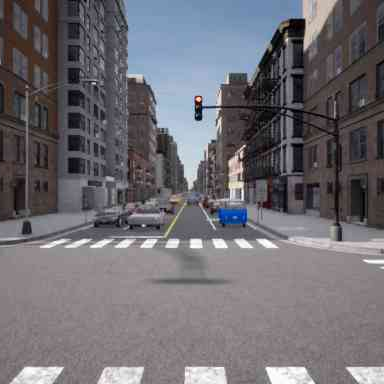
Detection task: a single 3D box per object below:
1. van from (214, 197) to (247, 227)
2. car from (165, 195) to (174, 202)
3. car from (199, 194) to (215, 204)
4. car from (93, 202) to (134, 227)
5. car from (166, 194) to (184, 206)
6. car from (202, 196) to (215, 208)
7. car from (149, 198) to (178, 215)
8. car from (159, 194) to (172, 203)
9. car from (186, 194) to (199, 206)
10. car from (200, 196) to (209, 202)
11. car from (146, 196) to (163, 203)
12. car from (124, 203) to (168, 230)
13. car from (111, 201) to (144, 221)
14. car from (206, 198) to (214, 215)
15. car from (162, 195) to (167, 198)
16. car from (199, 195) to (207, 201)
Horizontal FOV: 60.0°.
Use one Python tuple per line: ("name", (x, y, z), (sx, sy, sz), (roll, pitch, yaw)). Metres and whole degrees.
("van", (2.663, 1.340, 22.482), (1.690, 1.788, 3.998), (0, 0, 0))
("car", (-5.297, 1.410, 79.301), (1.967, 1.590, 4.097), (0, 0, 0))
("car", (2.696, 1.306, 50.889), (2.192, 1.841, 5.009), (0, 0, 0))
("car", (-5.362, 1.550, 22.483), (2.008, 1.369, 4.403), (0, 0, 0))
("car", (-2.715, 1.466, 54.068), (1.882, 1.535, 5.008), (0, 0, 1))
("car", (2.689, 1.577, 45.207), (1.802, 1.307, 4.206), (0, 0, 0))
("car", (-2.811, 1.562, 33.712), (1.994, 1.385, 4.181), (0, 0, 0))
("car", (-5.310, 1.293, 67.937), (2.192, 1.841, 5.009), (0, 0, 0))
("car", (0.168, 1.479, 55.380), (2.128, 1.511, 4.902), (0, 0, 0))
("car", (2.721, 1.525, 73.614), (2.008, 1.369, 4.403), (0, 0, 0))
("car", (-5.336, 1.520, 45.040), (1.752, 1.417, 4.829), (0, 0, 0))
("car", (-2.796, 1.600, 21.189), (1.895, 1.301, 4.718), (0, 0, -1))
("car", (-5.356, 1.544, 28.164), (1.887, 1.381, 4.507), (0, 0, 0))
("car", (2.676, 1.580, 33.844), (1.802, 1.307, 4.206), (0, 0, 0))
("car", (-5.329, 1.557, 50.892), (1.947, 1.339, 4.313), (0, 0, 0))
("car", (2.734, 1.532, 84.976), (1.947, 1.339, 4.313), (0, 0, 0))
